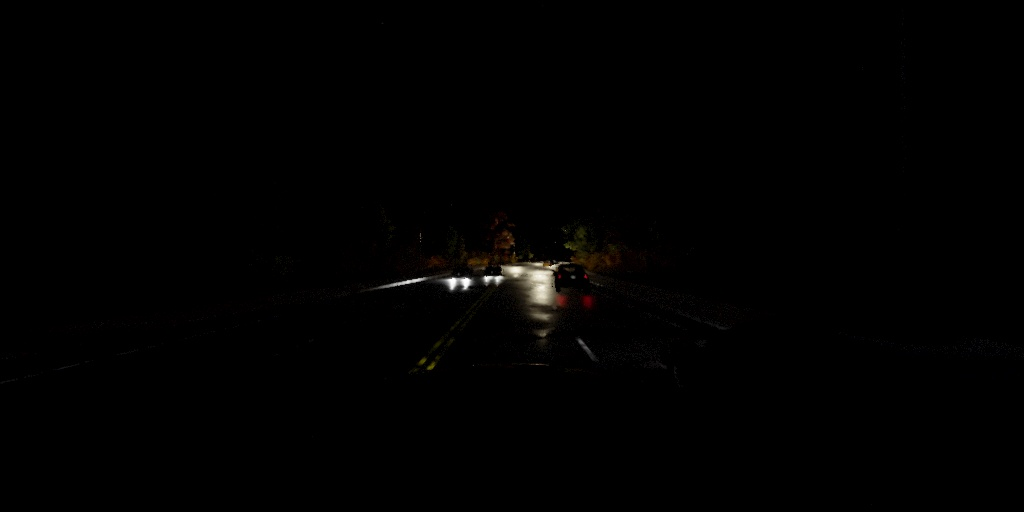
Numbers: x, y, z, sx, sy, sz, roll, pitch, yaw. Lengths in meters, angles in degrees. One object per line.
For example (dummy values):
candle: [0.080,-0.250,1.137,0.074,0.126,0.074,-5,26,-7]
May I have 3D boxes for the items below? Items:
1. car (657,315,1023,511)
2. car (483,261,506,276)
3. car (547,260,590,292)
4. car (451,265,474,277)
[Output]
car: [3.357,1.321,3.584,2.033,1.411,5.357,0,-1,0]
car: [-2.151,1.658,42.317,1.994,1.385,4.181,0,-1,4]
car: [3.705,1.301,23.523,2.097,1.767,4.553,0,0,2]
car: [-5.531,1.672,40.255,1.895,1.301,4.718,0,0,3]
